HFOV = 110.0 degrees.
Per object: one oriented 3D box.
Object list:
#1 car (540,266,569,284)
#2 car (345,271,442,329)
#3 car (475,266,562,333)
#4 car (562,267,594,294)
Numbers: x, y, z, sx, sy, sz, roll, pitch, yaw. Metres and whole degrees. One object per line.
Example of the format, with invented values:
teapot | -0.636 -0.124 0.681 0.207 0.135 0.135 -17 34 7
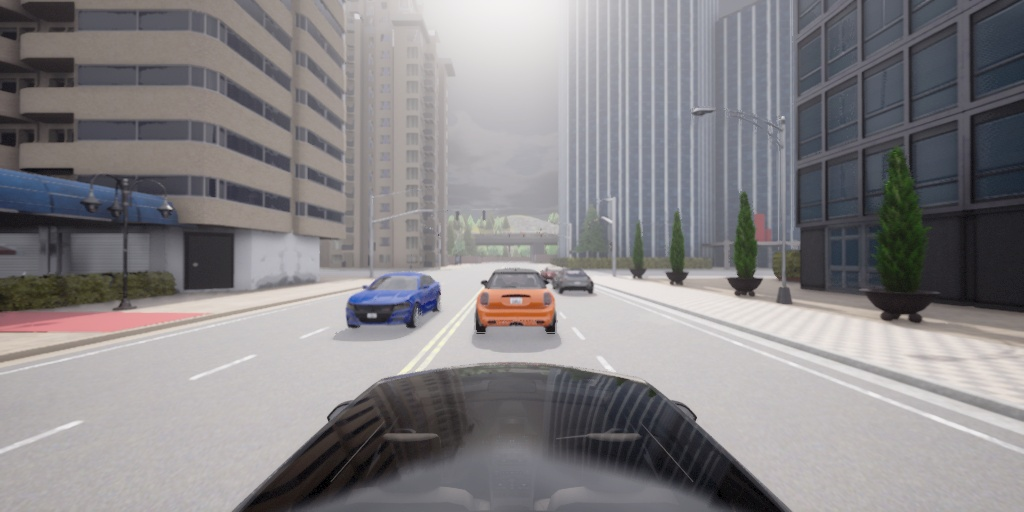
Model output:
car | 3.490 1.507 30.087 1.895 1.301 4.718 0 0 0
car | -3.591 1.283 11.720 1.882 1.535 5.008 0 -1 0
car | 0.093 1.153 11.049 2.097 1.767 4.553 0 0 0
car | 3.544 1.422 21.277 1.994 1.385 4.181 0 0 1
